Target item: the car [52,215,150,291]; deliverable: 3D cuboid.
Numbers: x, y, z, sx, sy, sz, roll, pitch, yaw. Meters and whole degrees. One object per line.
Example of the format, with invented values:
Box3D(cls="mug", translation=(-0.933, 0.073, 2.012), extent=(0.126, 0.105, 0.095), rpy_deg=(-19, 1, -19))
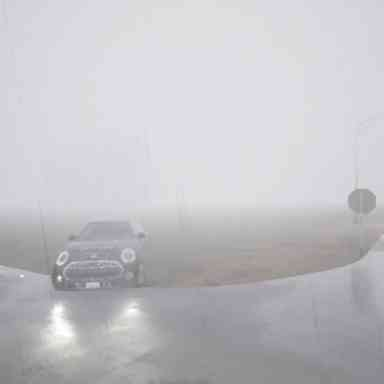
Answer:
Box3D(cls="car", translation=(-2.437, 1.573, 9.983), extent=(2.097, 1.767, 4.553), rpy_deg=(-1, 0, -3))
